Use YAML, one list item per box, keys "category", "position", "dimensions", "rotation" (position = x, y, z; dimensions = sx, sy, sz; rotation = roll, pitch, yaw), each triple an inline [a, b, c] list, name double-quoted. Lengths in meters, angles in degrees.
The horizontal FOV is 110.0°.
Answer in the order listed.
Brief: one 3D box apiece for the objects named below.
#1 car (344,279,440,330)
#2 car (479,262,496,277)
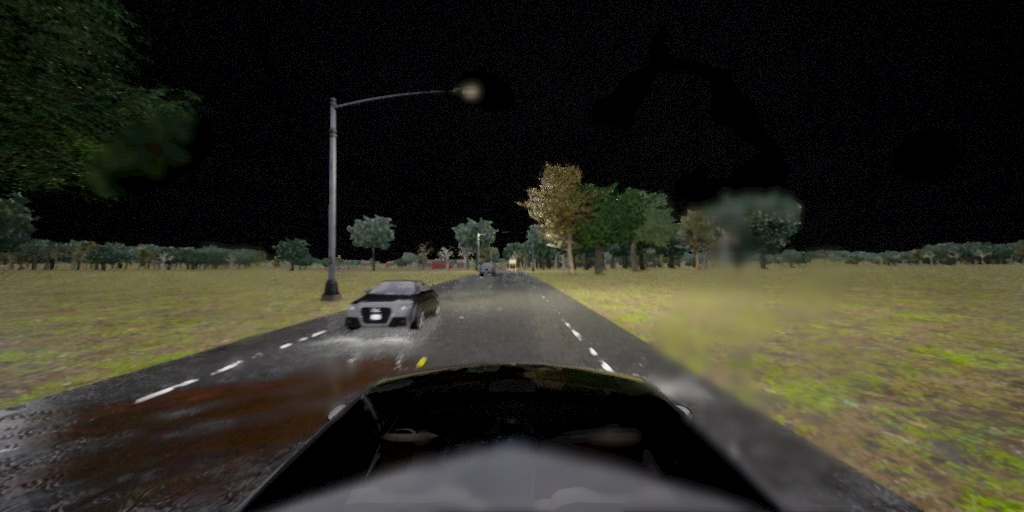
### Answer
- category: "car"
  position: [-3.602, 1.449, 11.475]
  dimensions: [1.994, 1.385, 4.181]
  rotation: [0, -1, 0]
- category: "car"
  position: [-3.587, 1.956, 53.011]
  dimensions: [2.150, 2.045, 5.566]
  rotation: [0, -1, 0]
